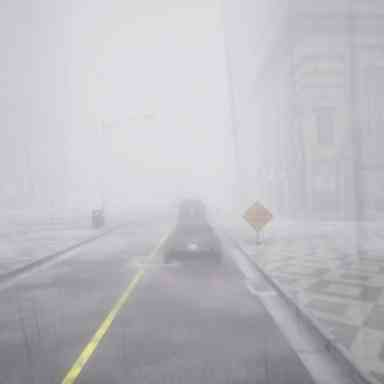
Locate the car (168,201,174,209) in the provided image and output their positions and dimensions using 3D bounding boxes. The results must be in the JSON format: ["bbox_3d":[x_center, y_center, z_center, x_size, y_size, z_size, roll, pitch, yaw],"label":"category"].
[{"bbox_3d":[-3.070,2.220,57.515,2.033,1.411,5.357,0,-1,1],"label":"car"}]

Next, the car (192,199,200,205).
[{"bbox_3d":[1.017,2.455,83.810,1.801,1.575,5.366,0,-1,0],"label":"car"}]

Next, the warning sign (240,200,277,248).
[{"bbox_3d":[2.699,1.279,13.637,1.300,1.860,1.060,-1,-1,0],"label":"warning sign"}]

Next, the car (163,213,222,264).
[{"bbox_3d":[0.040,1.716,12.503,1.994,1.385,4.181,0,-1,0],"label":"car"}]

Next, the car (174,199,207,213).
[{"bbox_3d":[0.022,1.531,26.234,2.150,2.045,5.566,0,0,0],"label":"car"}]
